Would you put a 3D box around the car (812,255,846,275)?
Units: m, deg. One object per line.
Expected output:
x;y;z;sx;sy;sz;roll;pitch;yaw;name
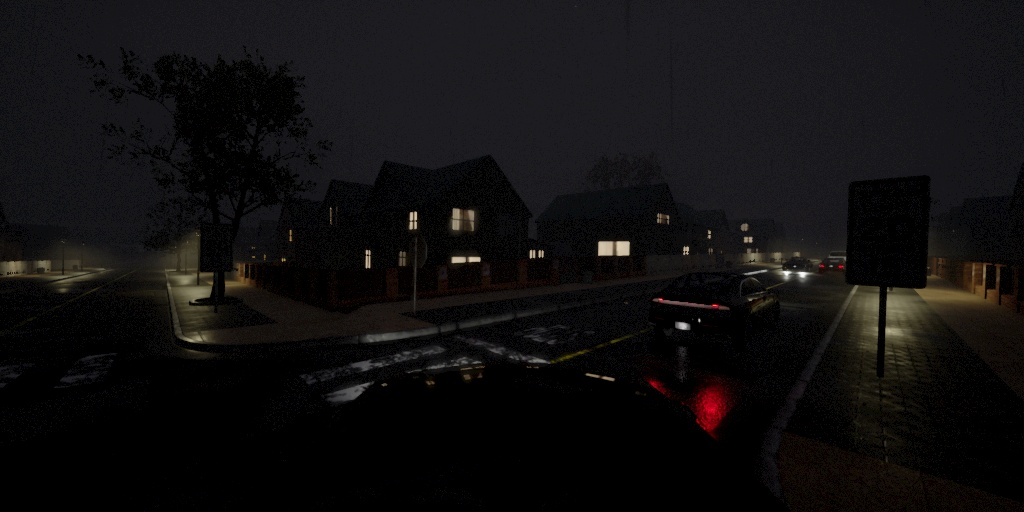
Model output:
28.349;0.875;31.551;5.357;1.411;2.033;-1;2;-44;car

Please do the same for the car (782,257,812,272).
28.260;0.792;35.411;4.181;1.385;1.994;-1;2;-45;car

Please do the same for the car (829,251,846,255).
35.854;0.440;38.966;5.566;2.045;2.150;-1;2;-44;car

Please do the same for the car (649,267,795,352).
5.095;1.142;8.759;4.902;1.511;2.128;-1;2;-45;car
